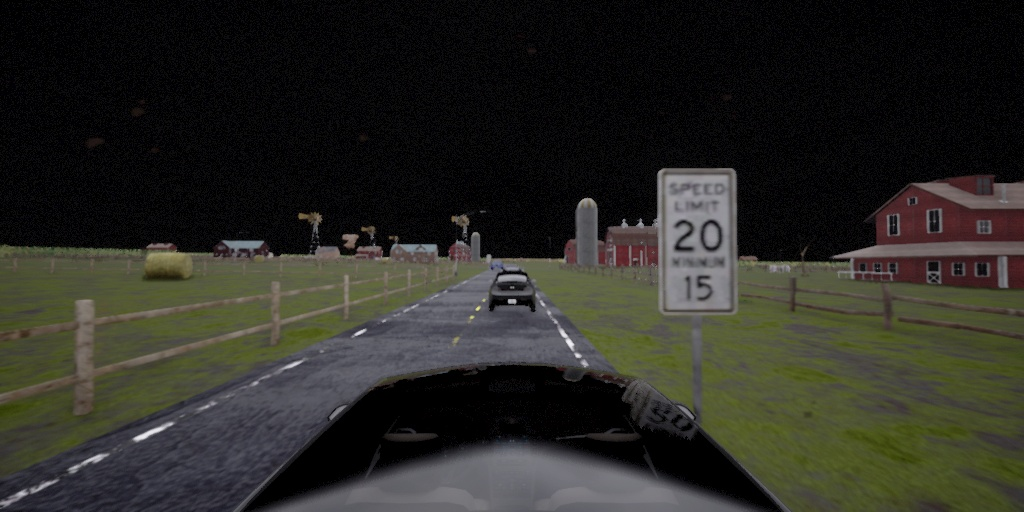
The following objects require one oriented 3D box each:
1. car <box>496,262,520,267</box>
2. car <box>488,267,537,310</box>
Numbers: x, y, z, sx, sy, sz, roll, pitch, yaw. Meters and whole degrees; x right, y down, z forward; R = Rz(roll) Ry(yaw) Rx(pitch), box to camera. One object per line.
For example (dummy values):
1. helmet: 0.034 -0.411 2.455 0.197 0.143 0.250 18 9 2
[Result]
1. car: 0.023 1.539 30.359 2.128 1.511 4.902 0 0 0
2. car: 0.020 1.398 15.373 1.837 1.490 4.892 0 0 0
